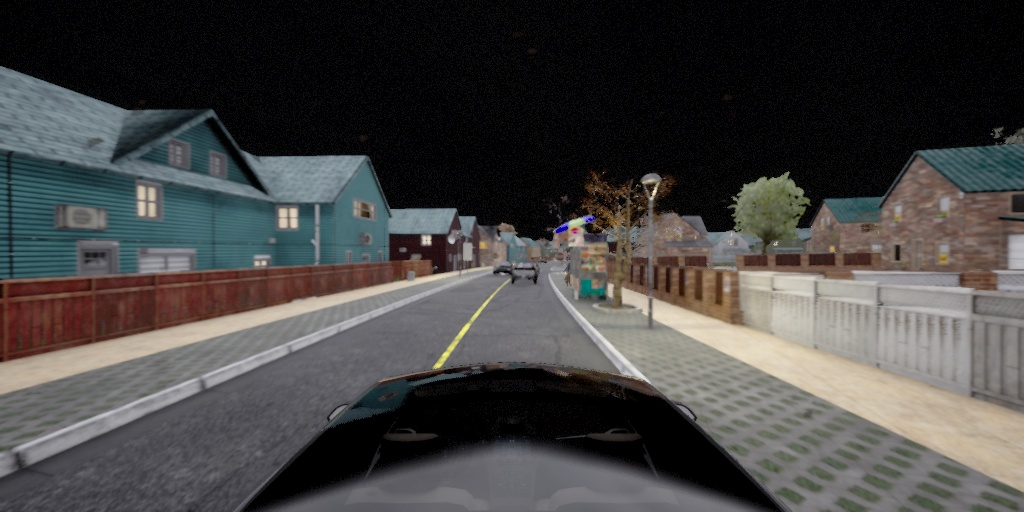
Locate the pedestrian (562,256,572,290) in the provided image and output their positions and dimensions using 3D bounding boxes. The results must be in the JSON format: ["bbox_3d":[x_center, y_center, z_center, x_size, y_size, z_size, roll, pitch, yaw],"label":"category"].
[{"bbox_3d":[2.985,0.875,18.885,0.375,1.860,0.375,-1,1,4],"label":"pedestrian"}]

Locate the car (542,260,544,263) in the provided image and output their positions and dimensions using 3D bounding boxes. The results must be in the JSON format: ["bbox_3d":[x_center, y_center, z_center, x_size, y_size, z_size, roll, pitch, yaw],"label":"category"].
[{"bbox_3d":[1.933,1.249,37.565,2.033,1.411,5.357,0,0,7],"label":"car"}]

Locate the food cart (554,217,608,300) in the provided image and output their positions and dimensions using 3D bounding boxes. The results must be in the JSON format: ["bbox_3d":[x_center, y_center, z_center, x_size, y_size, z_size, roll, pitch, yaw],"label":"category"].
[{"bbox_3d":[3.352,0.203,16.457,2.280,3.560,4.660,0,0,3],"label":"food cart"}]

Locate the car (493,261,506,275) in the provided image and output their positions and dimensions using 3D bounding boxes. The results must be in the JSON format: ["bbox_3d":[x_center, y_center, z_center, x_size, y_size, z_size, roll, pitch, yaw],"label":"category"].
[{"bbox_3d":[-0.827,1.240,37.689,2.033,1.411,5.357,0,0,5],"label":"car"}]

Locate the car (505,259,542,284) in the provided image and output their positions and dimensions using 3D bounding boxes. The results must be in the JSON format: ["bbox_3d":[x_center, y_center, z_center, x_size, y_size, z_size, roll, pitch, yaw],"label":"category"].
[{"bbox_3d":[0.985,1.209,26.784,2.128,1.511,4.902,0,0,5],"label":"car"}]
